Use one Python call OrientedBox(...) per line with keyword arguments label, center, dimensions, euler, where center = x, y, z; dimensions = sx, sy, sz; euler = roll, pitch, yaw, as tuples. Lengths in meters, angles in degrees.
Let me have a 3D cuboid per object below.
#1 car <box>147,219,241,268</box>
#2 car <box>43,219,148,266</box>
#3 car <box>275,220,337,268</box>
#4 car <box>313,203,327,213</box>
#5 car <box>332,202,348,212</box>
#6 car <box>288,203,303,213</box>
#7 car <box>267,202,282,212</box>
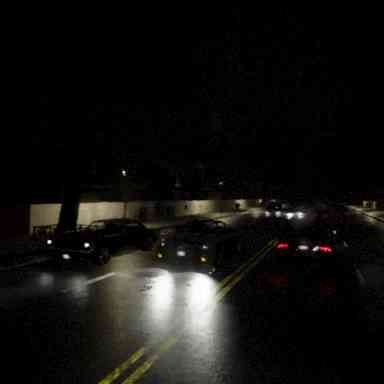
OrientedBox(label="car", center=(0.400, 1.698, 11.909), dimensions=(1.994, 1.385, 4.181), euler=(1, -1, 22))
OrientedBox(label="car", center=(-3.008, 1.682, 12.133), dimensions=(1.895, 1.301, 4.718), euler=(1, -1, 22))
OrientedBox(label="car", center=(4.252, 1.748, 12.260), dimensions=(2.033, 1.411, 5.357), euler=(1, -1, 22))
OrientedBox(label="car", center=(19.017, 2.369, 49.472), dimensions=(1.812, 1.442, 4.674), euler=(1, -1, 22))
OrientedBox(label="car", center=(24.860, 2.536, 55.397), dimensions=(1.812, 1.442, 4.674), euler=(1, -1, 22))
OrientedBox(label="car", center=(15.816, 2.405, 50.688), dimensions=(1.895, 1.301, 4.718), euler=(1, -1, 22))
OrientedBox(label="car", center=(13.018, 2.255, 52.421), dimensions=(1.882, 1.535, 5.008), euler=(1, -1, 22))
